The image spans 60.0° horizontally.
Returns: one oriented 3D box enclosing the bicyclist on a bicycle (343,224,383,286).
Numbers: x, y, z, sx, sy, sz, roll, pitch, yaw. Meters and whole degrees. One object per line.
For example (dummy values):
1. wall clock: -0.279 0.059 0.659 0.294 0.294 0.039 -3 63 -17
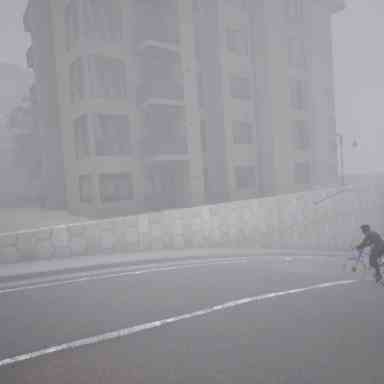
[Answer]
1. bicyclist on a bicycle: 4.882 1.722 9.060 0.582 1.620 1.656 5 -5 -34
